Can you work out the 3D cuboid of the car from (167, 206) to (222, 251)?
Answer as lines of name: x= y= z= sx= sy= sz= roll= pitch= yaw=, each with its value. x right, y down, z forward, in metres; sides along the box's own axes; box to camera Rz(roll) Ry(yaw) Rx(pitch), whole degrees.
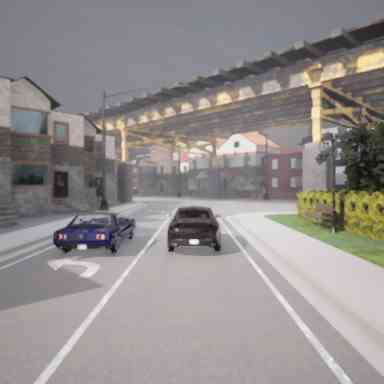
car: x=0.098 y=1.298 z=12.973 sx=1.837 sy=1.490 sz=4.892 roll=0 pitch=1 yaw=1

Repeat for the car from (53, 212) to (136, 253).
car: x=-3.408 y=1.399 z=12.645 sx=1.895 sy=1.301 sz=4.718 roll=0 pitch=1 yaw=1

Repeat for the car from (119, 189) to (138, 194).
car: x=-16.370 y=-0.056 z=85.616 sx=4.536 sy=1.218 sz=1.853 roll=0 pitch=1 yaw=-14

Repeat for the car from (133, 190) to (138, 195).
car: x=-16.420 y=0.102 z=85.606 sx=4.974 sy=1.542 sz=2.038 roll=0 pitch=1 yaw=-14
